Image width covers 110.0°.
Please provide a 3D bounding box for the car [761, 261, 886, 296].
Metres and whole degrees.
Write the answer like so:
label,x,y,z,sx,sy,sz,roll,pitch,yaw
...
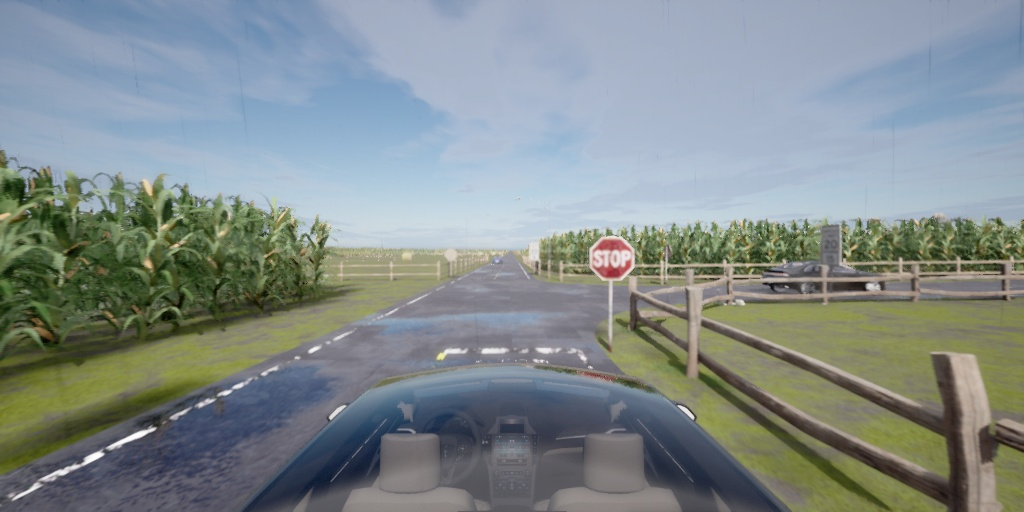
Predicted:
label,x,y,z,sx,sy,sz,roll,pitch,yaw
car,14.107,0.985,16.353,4.902,1.511,2.128,-1,1,-2
